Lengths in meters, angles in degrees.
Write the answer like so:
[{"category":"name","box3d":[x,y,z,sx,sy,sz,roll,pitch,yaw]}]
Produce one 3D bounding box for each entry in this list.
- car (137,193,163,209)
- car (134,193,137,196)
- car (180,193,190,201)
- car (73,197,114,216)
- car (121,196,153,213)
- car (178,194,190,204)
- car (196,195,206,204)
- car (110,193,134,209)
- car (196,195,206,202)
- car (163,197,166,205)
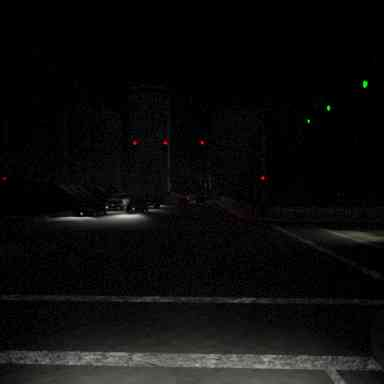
[{"category":"car","box3d":[-5.819,1.221,46.797,2.150,2.045,5.566,0,0,1]},{"category":"car","box3d":[-9.149,1.222,53.399,2.150,2.045,5.566,0,0,1]},{"category":"car","box3d":[-1.530,1.182,74.623,2.097,1.767,4.553,0,0,1]},{"category":"car","box3d":[-9.745,1.547,32.529,2.033,1.411,5.357,0,0,4]},{"category":"car","box3d":[-6.059,1.491,37.225,2.128,1.511,4.902,0,0,1]},{"category":"car","box3d":[-1.743,1.564,66.062,1.994,1.385,4.181,0,0,1]},{"category":"car","box3d":[1.741,1.505,65.349,1.837,1.490,4.892,0,0,1]},{"category":"car","box3d":[-9.423,1.221,42.709,2.150,2.045,5.566,0,0,2]},{"category":"car","box3d":[1.969,1.352,74.566,2.128,1.511,4.902,0,0,1]},{"category":"car","box3d":[-5.549,1.547,57.152,2.033,1.411,5.357,0,0,2]}]
